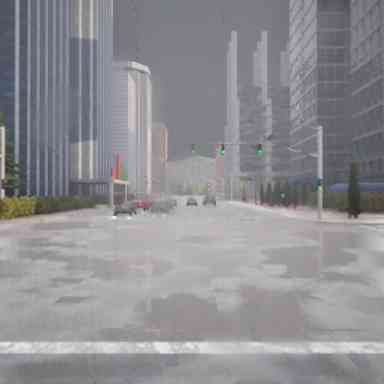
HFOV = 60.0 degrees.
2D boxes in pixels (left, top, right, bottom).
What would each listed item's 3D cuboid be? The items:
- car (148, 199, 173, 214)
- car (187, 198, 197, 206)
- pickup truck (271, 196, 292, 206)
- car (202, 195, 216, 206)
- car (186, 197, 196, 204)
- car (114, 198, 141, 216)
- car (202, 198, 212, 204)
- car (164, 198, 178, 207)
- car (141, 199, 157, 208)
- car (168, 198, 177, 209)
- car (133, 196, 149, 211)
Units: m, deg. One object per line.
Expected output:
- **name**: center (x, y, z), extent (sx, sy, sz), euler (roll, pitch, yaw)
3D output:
- **car**: center (-3.663, 1.817, 39.132), extent (1.994, 1.385, 4.181), euler (0, 0, 0)
- **car**: center (-0.030, 1.972, 63.276), extent (1.994, 1.385, 4.181), euler (0, 0, 0)
- **pickup truck**: center (16.493, 1.452, 61.023), extent (2.390, 2.098, 6.274), euler (0, 0, 30)
- **car**: center (3.464, 1.640, 64.893), extent (2.150, 2.045, 5.566), euler (0, 0, 0)
- **car**: center (-0.159, 2.014, 75.908), extent (2.128, 1.511, 4.902), euler (0, 0, 0)
- **car**: center (-7.164, 1.738, 36.091), extent (1.837, 1.490, 4.892), euler (0, 0, 0)
- **car**: center (3.342, 2.083, 75.552), extent (1.895, 1.301, 4.718), euler (0, 0, 0)
- **car**: center (-3.690, 1.876, 59.556), extent (2.128, 1.511, 4.902), euler (0, 0, 0)
- **car**: center (-7.192, 1.914, 56.688), extent (2.033, 1.411, 5.357), euler (0, 0, 0)
- **car**: center (-3.676, 1.918, 49.138), extent (1.895, 1.301, 4.718), euler (0, 0, 0)
- **car**: center (-7.175, 1.519, 46.029), extent (2.150, 2.045, 5.566), euler (0, 0, 1)
